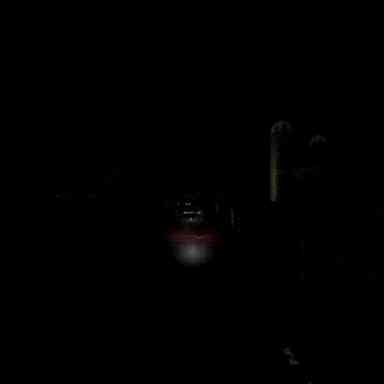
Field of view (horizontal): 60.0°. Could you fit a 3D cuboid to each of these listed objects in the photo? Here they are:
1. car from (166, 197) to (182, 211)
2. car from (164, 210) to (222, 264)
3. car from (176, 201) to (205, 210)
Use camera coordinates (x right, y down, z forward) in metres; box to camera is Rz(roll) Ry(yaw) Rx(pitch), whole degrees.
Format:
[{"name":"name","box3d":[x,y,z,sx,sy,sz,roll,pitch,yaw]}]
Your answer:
[{"name":"car","box3d":[-2.787,1.765,51.443,2.150,2.045,5.566,0,-1,1]},{"name":"car","box3d":[0.043,1.628,12.344,2.128,1.511,4.902,0,-1,1]},{"name":"car","box3d":[0.043,1.788,27.352,2.128,1.511,4.902,0,-1,1]}]
